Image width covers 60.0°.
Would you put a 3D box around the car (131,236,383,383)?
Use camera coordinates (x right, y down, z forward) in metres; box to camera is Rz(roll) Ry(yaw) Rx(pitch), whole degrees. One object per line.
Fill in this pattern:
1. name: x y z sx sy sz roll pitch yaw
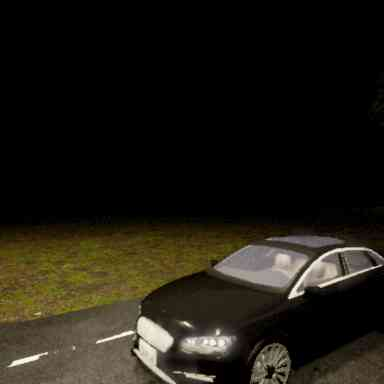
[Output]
1. car: 1.507 1.489 5.072 4.902 1.511 2.128 0 0 -36
